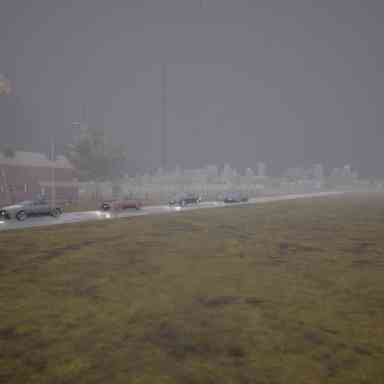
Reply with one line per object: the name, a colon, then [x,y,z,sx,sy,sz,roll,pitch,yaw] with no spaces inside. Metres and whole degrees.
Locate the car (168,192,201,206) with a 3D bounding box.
car: [-0.846,0.827,39.976,1.837,1.490,4.892,1,2,36]

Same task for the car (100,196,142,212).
car: [-6.730,1.090,31.872,1.994,1.385,4.181,1,2,36]

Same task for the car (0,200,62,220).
car: [-11.925,1.267,24.736,1.994,1.385,4.181,1,2,34]

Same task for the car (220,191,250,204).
car: [6.068,0.776,44.500,1.994,1.385,4.181,1,2,36]

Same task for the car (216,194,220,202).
car: [5.314,0.596,48.403,2.128,1.511,4.902,1,2,37]
